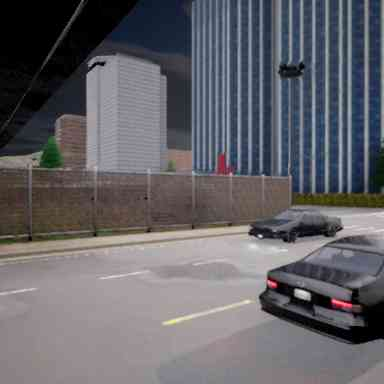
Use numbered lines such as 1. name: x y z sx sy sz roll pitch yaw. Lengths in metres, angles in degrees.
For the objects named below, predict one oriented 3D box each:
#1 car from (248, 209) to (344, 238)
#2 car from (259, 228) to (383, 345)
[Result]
1. car: 5.191 1.558 16.144 5.357 1.411 2.033 0 0 -35
2. car: 3.669 1.553 6.332 5.357 1.411 2.033 0 0 -35
